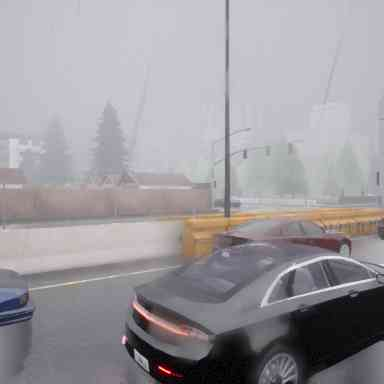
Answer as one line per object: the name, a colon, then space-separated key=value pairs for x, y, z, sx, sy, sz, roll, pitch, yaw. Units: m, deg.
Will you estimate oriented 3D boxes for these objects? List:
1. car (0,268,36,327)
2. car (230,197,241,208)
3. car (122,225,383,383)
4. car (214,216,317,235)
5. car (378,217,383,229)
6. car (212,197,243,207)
car: x=-5.105 y=1.547 z=4.398 sx=5.357 sy=1.411 sz=2.033 roll=0 pitch=0 yaw=-36
car: x=4.675 y=1.601 z=46.120 sx=1.895 sy=1.301 sz=4.718 roll=0 pitch=0 yaw=-33
car: x=1.455 y=1.492 z=4.796 sx=4.902 sy=1.511 sz=2.128 roll=0 pitch=0 yaw=-36
car: x=2.894 y=1.478 z=10.129 sx=5.008 sy=1.535 sz=1.882 roll=0 pitch=0 yaw=-36
car: x=10.606 y=1.505 z=15.659 sx=4.892 sy=1.490 sz=1.837 roll=0 pitch=0 yaw=-36
car: x=5.414 y=1.491 z=51.363 sx=2.128 sy=1.511 sz=4.902 roll=0 pitch=0 yaw=-34
